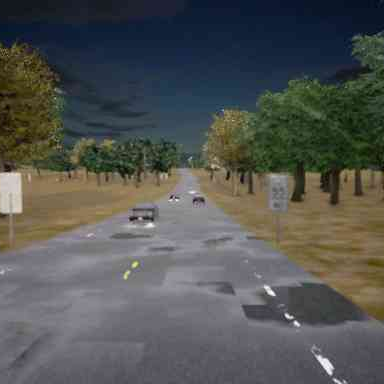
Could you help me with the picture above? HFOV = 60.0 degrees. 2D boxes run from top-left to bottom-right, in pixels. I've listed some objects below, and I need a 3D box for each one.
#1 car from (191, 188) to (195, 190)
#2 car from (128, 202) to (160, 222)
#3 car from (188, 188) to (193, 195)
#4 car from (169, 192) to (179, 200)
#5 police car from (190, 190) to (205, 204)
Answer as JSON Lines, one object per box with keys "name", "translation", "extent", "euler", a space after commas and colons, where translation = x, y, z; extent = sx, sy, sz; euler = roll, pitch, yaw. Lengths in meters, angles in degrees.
{"name": "car", "translation": [1.042, 0.640, 68.944], "extent": [1.801, 1.575, 5.366], "euler": [0, 2, 0]}
{"name": "car", "translation": [-3.602, 1.472, 25.895], "extent": [2.033, 1.411, 5.357], "euler": [0, 0, 0]}
{"name": "car", "translation": [-0.010, 0.087, 88.144], "extent": [1.895, 1.301, 4.718], "euler": [0, 2, 0]}
{"name": "car", "translation": [-3.511, 0.799, 67.023], "extent": [2.033, 1.411, 5.357], "euler": [0, 2, 0]}
{"name": "police car", "translation": [1.044, 0.998, 52.870], "extent": [1.930, 1.638, 5.238], "euler": [0, 1, 0]}
